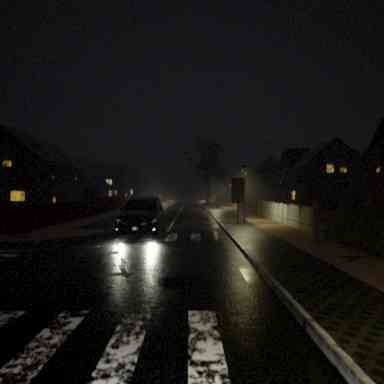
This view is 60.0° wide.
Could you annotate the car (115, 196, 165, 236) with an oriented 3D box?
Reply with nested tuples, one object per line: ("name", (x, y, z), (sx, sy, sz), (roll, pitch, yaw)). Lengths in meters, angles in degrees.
("car", (-2.762, 1.311, 18.756), (2.150, 2.045, 5.566), (0, 2, 0))
